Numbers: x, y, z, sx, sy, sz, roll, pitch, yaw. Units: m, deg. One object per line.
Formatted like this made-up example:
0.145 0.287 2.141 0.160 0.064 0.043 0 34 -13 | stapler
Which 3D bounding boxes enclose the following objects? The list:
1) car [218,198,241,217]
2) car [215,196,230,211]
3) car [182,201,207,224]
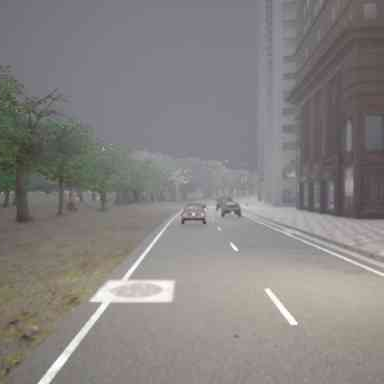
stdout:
3.848 1.677 33.315 1.837 1.490 4.892 0 -1 2 | car
4.388 1.487 45.715 2.150 2.045 5.566 0 0 5 | car
0.154 1.667 26.188 2.033 1.411 5.357 0 0 1 | car
